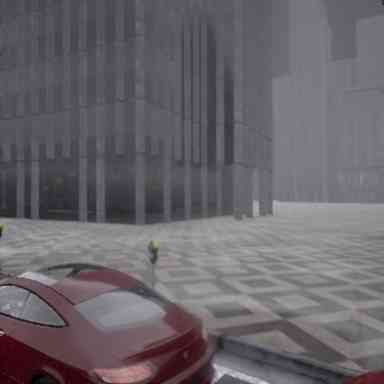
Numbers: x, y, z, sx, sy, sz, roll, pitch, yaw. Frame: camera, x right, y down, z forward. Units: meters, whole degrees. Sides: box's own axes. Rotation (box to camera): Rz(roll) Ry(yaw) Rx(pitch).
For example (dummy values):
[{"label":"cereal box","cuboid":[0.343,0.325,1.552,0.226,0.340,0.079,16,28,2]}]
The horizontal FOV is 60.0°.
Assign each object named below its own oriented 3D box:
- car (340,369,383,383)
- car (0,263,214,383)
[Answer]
[{"label":"car","cuboid":[2.697,1.545,1.042,4.507,1.381,1.887,0,0,35]},{"label":"car","cuboid":[-1.711,1.582,4.185,4.206,1.307,1.802,0,0,35]}]
